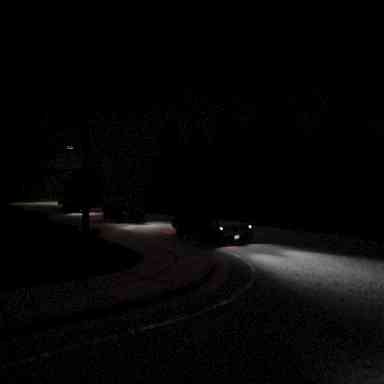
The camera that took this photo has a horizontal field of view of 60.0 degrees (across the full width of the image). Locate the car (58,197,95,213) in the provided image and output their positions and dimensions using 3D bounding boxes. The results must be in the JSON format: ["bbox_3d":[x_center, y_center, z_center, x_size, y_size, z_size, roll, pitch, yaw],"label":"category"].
[{"bbox_3d":[-12.798,1.508,36.527,2.033,1.411,5.357,0,0,-34],"label":"car"}]

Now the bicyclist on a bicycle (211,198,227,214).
[{"bbox_3d":[2.306,1.329,27.236,1.656,1.620,0.582,22,-28,-26],"label":"bicyclist on a bicycle"}]

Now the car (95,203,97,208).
[{"bbox_3d":[-14.508,1.448,45.489,2.128,1.511,4.902,0,0,-34],"label":"car"}]

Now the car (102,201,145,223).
[{"bbox_3d":[-5.289,1.431,25.445,1.882,1.535,5.008,0,0,-34],"label":"car"}]

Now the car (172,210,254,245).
[{"bbox_3d":[0.816,1.555,15.684,1.895,1.301,4.718,0,0,-28],"label":"car"}]

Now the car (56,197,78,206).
[{"bbox_3d":[-20.312,1.503,53.901,2.033,1.411,5.357,0,0,-34],"label":"car"}]
